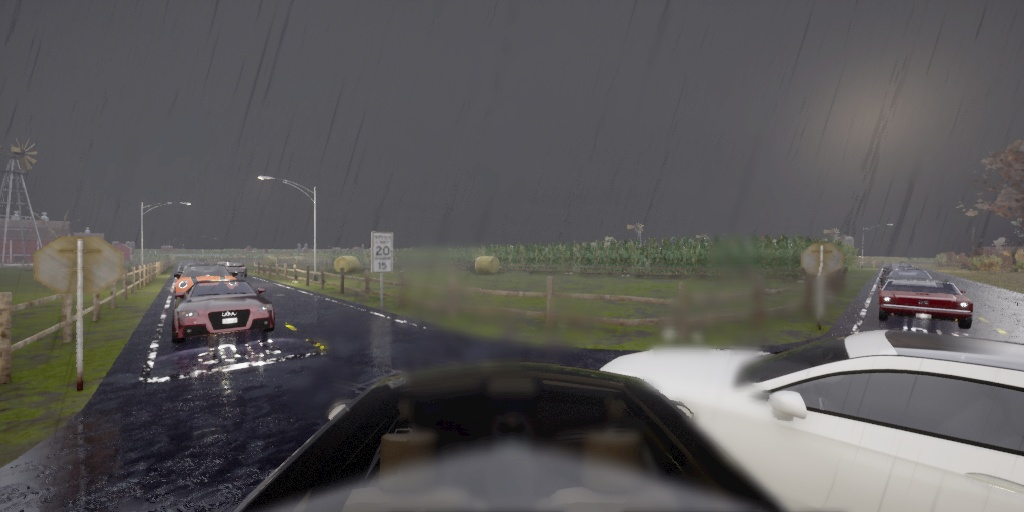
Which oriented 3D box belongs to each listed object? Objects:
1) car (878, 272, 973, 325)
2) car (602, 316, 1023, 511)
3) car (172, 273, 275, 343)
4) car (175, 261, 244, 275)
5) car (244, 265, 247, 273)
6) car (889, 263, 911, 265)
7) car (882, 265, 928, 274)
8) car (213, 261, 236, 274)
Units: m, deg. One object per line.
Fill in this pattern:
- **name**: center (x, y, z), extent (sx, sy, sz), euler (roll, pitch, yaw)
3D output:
- **car**: center (13.353, 1.400, 11.773), extent (4.718, 1.301, 1.895), euler (0, 1, -44)
- **car**: center (2.808, 1.293, 2.556), extent (1.812, 1.442, 4.674), euler (0, 1, -45)
- **car**: center (-8.081, 1.362, 9.984), extent (1.994, 1.385, 4.181), euler (0, 0, -43)
- **car**: center (-13.952, 1.152, 16.383), extent (2.097, 1.767, 4.553), euler (0, 0, -43)
- **car**: center (-27.497, 1.311, 35.415), extent (2.128, 1.511, 4.902), euler (0, 0, -42)
- **car**: center (26.996, 1.408, 24.793), extent (4.181, 1.385, 1.994), euler (0, 1, -44)
- **car**: center (20.334, 1.368, 18.440), extent (5.357, 1.411, 2.033), euler (0, 1, -44)
- **car**: center (-34.327, 1.338, 42.774), extent (1.837, 1.490, 4.892), euler (0, 0, -42)
